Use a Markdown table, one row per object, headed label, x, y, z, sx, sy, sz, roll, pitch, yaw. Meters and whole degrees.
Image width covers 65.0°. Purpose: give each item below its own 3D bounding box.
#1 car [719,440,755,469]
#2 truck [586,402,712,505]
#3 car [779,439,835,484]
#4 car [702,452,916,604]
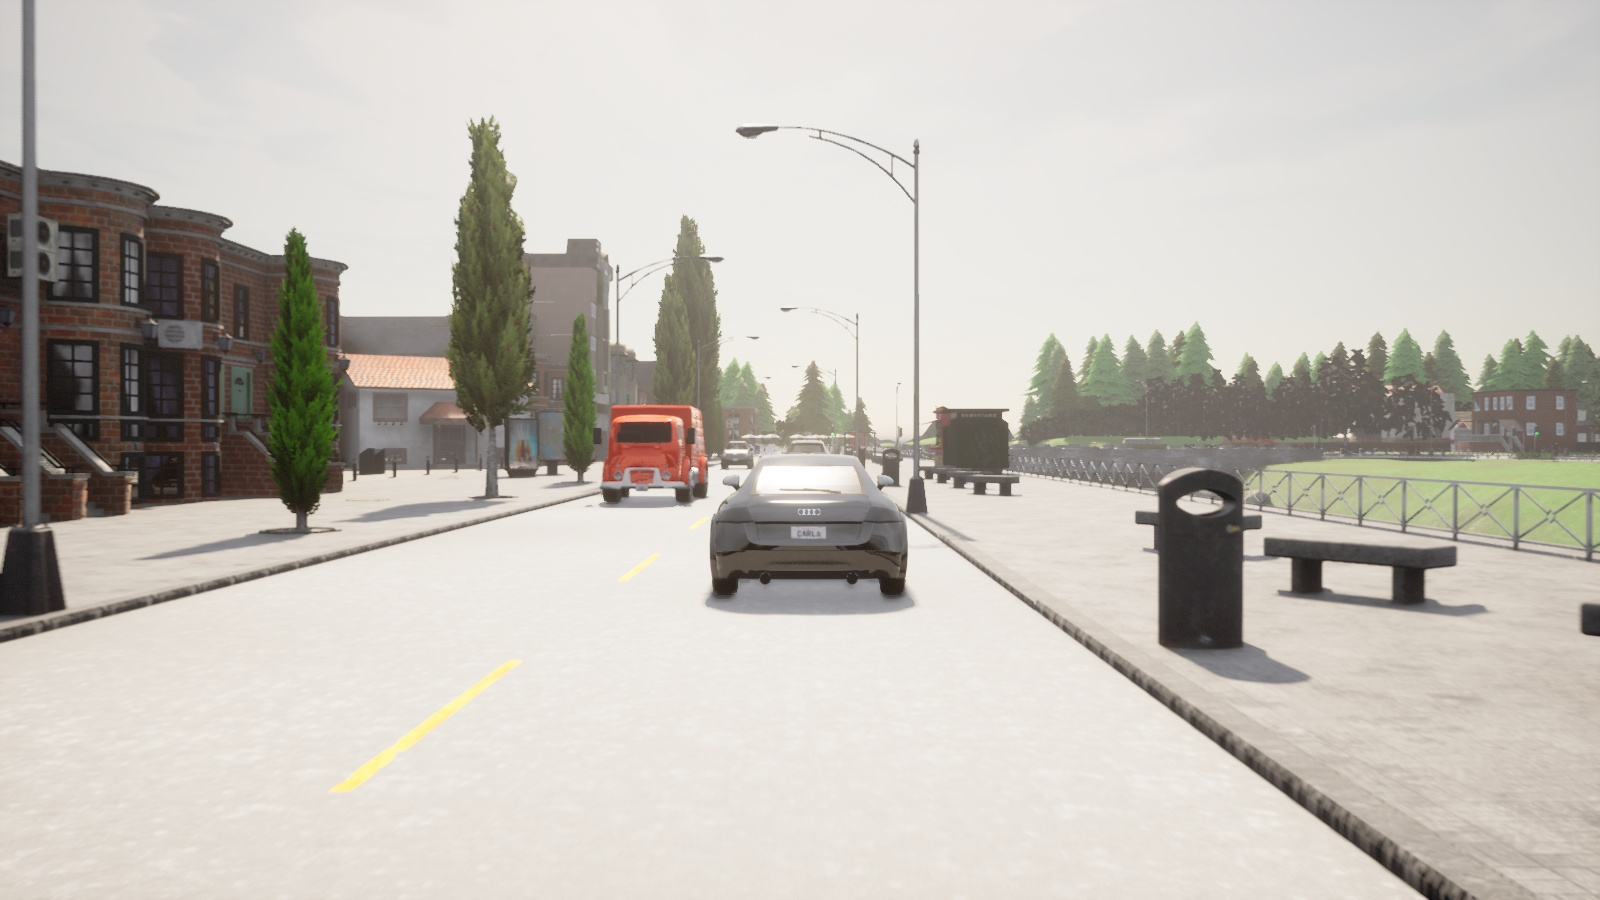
| label | x | y | z | sx | sy | sz | roll | pitch | yaw |
| --- | --- | --- | --- | --- | --- | --- | --- | --- | --- |
| car | -3.587 | 0.238 | 71.715 | 1.851 | 1.617 | 3.988 | 0 | 0 | 0 |
| truck | -3.803 | 0.072 | 32.716 | 2.627 | 2.467 | 5.204 | 0 | 0 | 0 |
| car | 0.282 | 0.405 | 48.280 | 2.033 | 1.649 | 4.856 | 0 | 0 | 0 |
| car | 0.092 | 0.733 | 13.802 | 1.994 | 1.385 | 4.181 | 0 | 0 | 0 |
